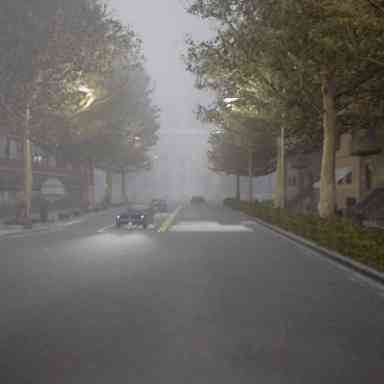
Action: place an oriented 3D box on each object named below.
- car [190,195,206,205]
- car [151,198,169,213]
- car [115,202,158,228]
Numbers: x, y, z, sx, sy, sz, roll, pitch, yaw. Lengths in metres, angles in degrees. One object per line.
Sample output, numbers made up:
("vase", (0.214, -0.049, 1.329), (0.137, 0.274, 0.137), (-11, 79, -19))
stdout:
("car", (1.027, 1.322, 56.115), (1.837, 1.490, 4.892), (0, 0, 13))
("car", (-3.575, 1.387, 35.733), (1.837, 1.490, 4.892), (0, 1, 0))
("car", (-3.614, 1.530, 21.758), (1.895, 1.301, 4.718), (0, 0, 1))
